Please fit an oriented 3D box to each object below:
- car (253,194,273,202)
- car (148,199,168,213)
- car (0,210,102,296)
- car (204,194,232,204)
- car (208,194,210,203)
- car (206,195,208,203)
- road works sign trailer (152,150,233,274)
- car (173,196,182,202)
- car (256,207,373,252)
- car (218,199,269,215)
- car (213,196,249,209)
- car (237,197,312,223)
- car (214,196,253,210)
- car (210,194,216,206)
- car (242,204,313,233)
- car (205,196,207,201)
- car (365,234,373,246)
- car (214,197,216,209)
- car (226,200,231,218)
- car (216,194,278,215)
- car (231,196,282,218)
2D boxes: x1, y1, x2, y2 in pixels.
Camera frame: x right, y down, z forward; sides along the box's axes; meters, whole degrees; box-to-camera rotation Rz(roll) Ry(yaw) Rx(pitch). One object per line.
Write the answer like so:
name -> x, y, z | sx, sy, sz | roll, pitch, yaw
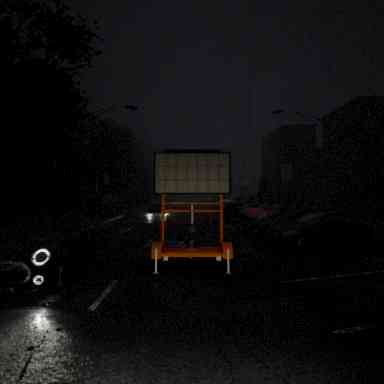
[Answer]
car -> 18.554, 1.478, 86.846 | 2.435, 2.045, 5.566 | 0, 0, -21
car -> -3.883, 1.522, 38.266 | 1.882, 1.535, 5.008 | 0, 0, 0
car -> -3.939, 1.354, 8.828 | 2.097, 1.767, 4.553 | 0, 0, 0
car -> 5.554, 1.403, 70.881 | 5.566, 2.045, 2.435 | 1, 0, -20
car -> 5.532, 1.456, 52.841 | 4.553, 1.767, 2.185 | 1, 0, -20
car -> 5.500, 1.593, 55.843 | 5.008, 1.535, 2.097 | 1, -1, -20
road works sign trailer -> 0.010, 0.467, 10.534 | 2.380, 3.560, 2.880 | 0, 0, 0
car -> -3.632, 1.722, 83.624 | 2.128, 1.511, 4.902 | 0, 0, 5
car -> 5.326, 1.530, 13.804 | 4.674, 1.452, 2.002 | 1, 0, -20
car -> 5.386, 1.551, 34.807 | 4.792, 1.488, 2.163 | 1, 0, -20
car -> 5.442, 1.432, 46.824 | 4.553, 1.767, 2.185 | 1, 0, -20
car -> 5.377, 1.370, 19.816 | 4.553, 1.767, 2.185 | 1, 0, -20
car -> 5.428, 1.421, 43.823 | 4.553, 1.767, 2.185 | 1, 0, -20
car -> 5.407, 1.277, 37.809 | 5.566, 2.045, 2.435 | 1, 0, -20
car -> 5.305, 1.521, 16.796 | 4.792, 1.488, 2.163 | 1, 0, -20
car -> 5.528, 1.657, 61.846 | 4.674, 1.452, 2.002 | 1, 0, -20
car -> 5.315, 1.488, 4.804 | 4.892, 1.521, 2.231 | 1, 0, -20
car -> 5.226, 1.509, 31.750 | 5.366, 1.575, 1.946 | 1, 0, -20
car -> 5.367, 1.543, 25.814 | 4.674, 1.452, 2.002 | 1, 0, -20
car -> 5.375, 1.257, 28.792 | 5.566, 2.045, 2.435 | 1, 0, -20
car -> 5.390, 1.373, 22.817 | 4.553, 1.767, 2.185 | 1, 0, -20
